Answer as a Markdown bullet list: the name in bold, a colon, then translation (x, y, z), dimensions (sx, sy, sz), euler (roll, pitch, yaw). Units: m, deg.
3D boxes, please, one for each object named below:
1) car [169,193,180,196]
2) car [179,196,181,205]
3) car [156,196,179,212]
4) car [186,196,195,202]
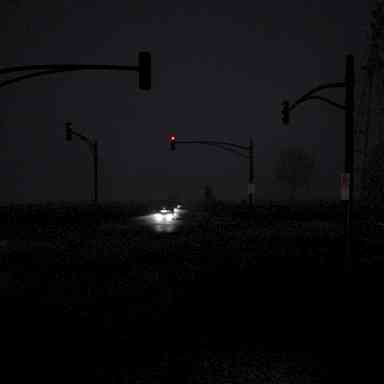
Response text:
- **car**: translation (-3.060, 1.218, 57.828), dimensions (2.150, 2.045, 5.566), euler (0, 0, 0)
- **car**: translation (-3.013, 1.596, 47.477), dimensions (1.895, 1.301, 4.718), euler (0, 0, 0)
- **car**: translation (-2.961, 1.486, 37.661), dimensions (2.128, 1.511, 4.902), euler (0, 0, -1)
- **car**: translation (-0.277, 1.596, 72.126), dimensions (1.895, 1.301, 4.718), euler (0, 0, 0)
